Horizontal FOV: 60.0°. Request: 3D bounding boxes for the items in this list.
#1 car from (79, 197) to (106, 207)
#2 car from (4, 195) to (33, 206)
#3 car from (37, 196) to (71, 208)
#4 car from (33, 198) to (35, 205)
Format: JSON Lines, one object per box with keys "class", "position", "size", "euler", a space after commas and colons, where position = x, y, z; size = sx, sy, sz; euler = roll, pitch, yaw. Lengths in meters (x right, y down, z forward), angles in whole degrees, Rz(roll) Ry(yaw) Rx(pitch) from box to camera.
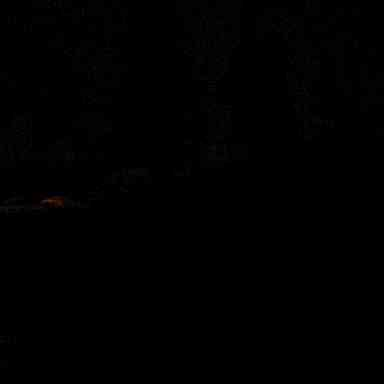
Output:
{"class": "car", "position": [-14.657, 1.411, 49.585], "size": [2.033, 1.411, 5.357], "euler": [0, 0, 11]}
{"class": "car", "position": [-25.424, 1.256, 49.302], "size": [1.882, 1.535, 5.008], "euler": [0, 0, 11]}
{"class": "car", "position": [-18.883, 1.309, 46.323], "size": [1.882, 1.535, 5.008], "euler": [0, 0, 11]}
{"class": "car", "position": [-21.519, 1.410, 50.971], "size": [1.895, 1.301, 4.718], "euler": [0, 0, 11]}
